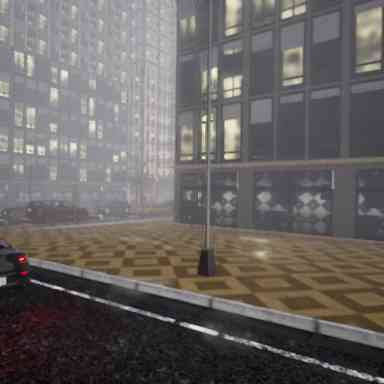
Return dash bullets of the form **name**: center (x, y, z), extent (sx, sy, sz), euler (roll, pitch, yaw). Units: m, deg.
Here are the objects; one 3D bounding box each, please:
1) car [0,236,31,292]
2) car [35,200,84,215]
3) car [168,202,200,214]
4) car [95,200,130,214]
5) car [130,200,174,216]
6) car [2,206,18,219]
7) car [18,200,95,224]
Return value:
- **car**: center (-5.518, 1.532, 7.615), extent (4.674, 1.442, 1.812), euler (0, 0, 35)
- **car**: center (-14.469, 1.689, 36.656), extent (1.752, 1.417, 4.829), euler (0, 0, 36)
- **car**: center (-0.924, 1.970, 40.890), extent (1.802, 1.307, 4.206), euler (0, 0, 36)
- **car**: center (-9.353, 1.752, 39.207), extent (1.837, 1.490, 4.892), euler (1, 0, 36)
- **car**: center (-4.173, 1.865, 36.490), extent (1.752, 1.417, 4.829), euler (0, 0, 36)
- **car**: center (-15.335, 1.722, 31.113), extent (1.994, 1.385, 4.181), euler (1, 0, 36)
- **car**: center (-10.974, 1.554, 27.280), extent (2.192, 1.841, 5.009), euler (0, 0, 36)
